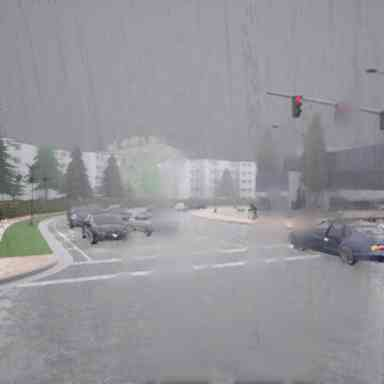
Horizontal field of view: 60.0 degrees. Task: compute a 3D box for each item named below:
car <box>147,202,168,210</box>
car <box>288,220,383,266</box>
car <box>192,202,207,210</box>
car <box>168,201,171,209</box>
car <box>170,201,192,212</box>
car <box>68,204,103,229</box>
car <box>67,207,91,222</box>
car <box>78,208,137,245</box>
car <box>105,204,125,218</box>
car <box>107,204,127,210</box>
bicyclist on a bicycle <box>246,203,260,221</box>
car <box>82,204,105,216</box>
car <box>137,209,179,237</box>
[{"bbox_3d":[-5.717,2.543,52.477,2.033,1.411,5.357,0,-1,8],"label":"car"},{"bbox_3d":[5.739,1.783,12.643,2.033,1.411,5.357,0,-1,-13],"label":"car"},{"bbox_3d":[1.282,2.703,64.391,2.128,1.511,4.902,-1,-1,28],"label":"car"},{"bbox_3d":[-3.392,2.533,62.500,2.097,1.767,4.553,0,-1,22],"label":"car"},{"bbox_3d":[-1.732,2.562,54.882,1.812,1.442,4.674,0,-1,11],"label":"car"},{"bbox_3d":[-8.507,1.854,26.033,2.097,1.767,4.553,0,-1,-23],"label":"car"},{"bbox_3d":[-11.647,2.265,34.516,1.895,1.301,4.718,0,-1,-14],"label":"car"},{"bbox_3d":[-4.684,1.849,17.853,1.837,1.490,4.892,0,-1,-26],"label":"car"},{"bbox_3d":[-9.251,2.251,40.465,1.882,1.535,5.008,0,-1,-7],"label":"car"},{"bbox_3d":[-6.628,2.122,30.029,2.033,1.411,5.357,0,-1,-23],"label":"car"},{"bbox_3d":[5.598,1.871,30.448,1.656,1.620,0.582,0,-1,-27],"label":"bicyclist on a bicycle"},{"bbox_3d":[-13.127,2.360,44.610,1.837,1.490,4.892,0,-1,-2],"label":"car"},{"bbox_3d":[-2.518,2.008,21.303,1.895,1.301,4.718,0,-1,-26],"label":"car"}]
